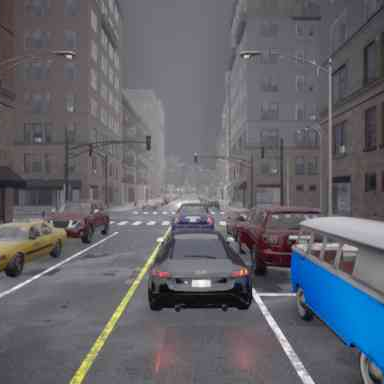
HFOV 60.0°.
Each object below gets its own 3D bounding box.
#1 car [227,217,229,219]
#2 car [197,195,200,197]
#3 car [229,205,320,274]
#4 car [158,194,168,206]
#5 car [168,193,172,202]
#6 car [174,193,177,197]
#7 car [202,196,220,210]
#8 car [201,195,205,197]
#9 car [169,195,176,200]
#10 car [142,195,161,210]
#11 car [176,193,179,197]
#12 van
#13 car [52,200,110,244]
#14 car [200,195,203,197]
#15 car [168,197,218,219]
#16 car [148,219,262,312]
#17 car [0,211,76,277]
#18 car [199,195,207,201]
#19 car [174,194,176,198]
[{"bbox_3d":[2.645,1.580,16.086,1.802,1.307,4.206,0,0,0],"label":"car"},{"bbox_3d":[2.668,1.543,70.504,2.008,1.369,4.403,0,0,0],"label":"car"},{"bbox_3d":[2.643,1.314,10.407,2.192,1.841,5.009,0,0,0],"label":"car"},{"bbox_3d":[-5.389,1.518,53.892,1.752,1.417,4.829,0,0,0],"label":"car"},{"bbox_3d":[-5.384,1.308,59.544,2.192,1.841,5.009,0,0,0],"label":"car"},{"bbox_3d":[-5.367,1.558,81.472,1.947,1.339,4.313,0,0,0],"label":"car"},{"bbox_3d":[2.656,1.545,43.095,2.008,1.369,4.403,0,0,0],"label":"car"},{"bbox_3d":[2.659,1.538,48.576,1.887,1.381,4.507,0,0,0],"label":"car"},{"bbox_3d":[-5.359,1.518,92.266,1.752,1.417,4.829,0,0,0],"label":"car"},{"bbox_3d":[-5.397,1.519,42.928,1.752,1.417,4.829,0,0,0],"label":"car"},{"bbox_3d":[-5.362,1.307,86.954,2.192,1.841,5.009,0,0,0],"label":"car"},{"bbox_3d":[2.640,1.341,4.728,1.690,1.788,3.998,0,0,0],"label":"van"},{"bbox_3d":[-5.393,1.313,16.091,2.192,1.841,5.009,0,0,0],"label":"car"},{"bbox_3d":[2.661,1.544,54.058,2.008,1.369,4.403,0,0,0],"label":"car"},{"bbox_3d":[0.057,1.349,17.855,2.097,1.767,4.553,0,0,0],"label":"car"},{"bbox_3d":[0.101,1.563,7.799,1.994,1.385,4.181,0,0,-2],"label":"car"},{"bbox_3d":[-5.395,1.524,10.241,1.752,1.417,4.829,0,0,0],"label":"car"},{"bbox_3d":[2.673,1.433,81.468,1.967,1.590,4.097,0,0,0],"label":"car"},{"bbox_3d":[-5.371,1.543,75.990,2.008,1.369,4.403,0,0,0],"label":"car"}]
